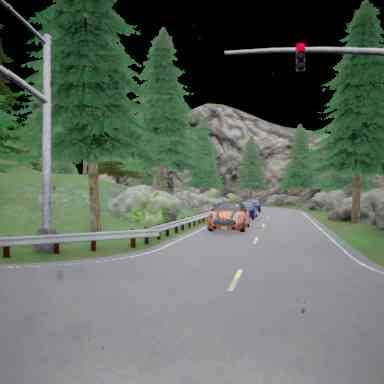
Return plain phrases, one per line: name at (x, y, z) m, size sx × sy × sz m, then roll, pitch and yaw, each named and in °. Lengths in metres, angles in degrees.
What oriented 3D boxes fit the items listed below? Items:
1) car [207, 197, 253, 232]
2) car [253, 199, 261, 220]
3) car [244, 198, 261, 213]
car at (2.326, 1.381, 20.314) m, size 2.097 × 1.767 × 4.553 m, roll 0°, pitch 0°, yaw 15°
car at (4.675, 1.519, 29.143) m, size 1.882 × 1.535 × 5.008 m, roll 0°, pitch 0°, yaw 15°
car at (7.061, 1.533, 39.035) m, size 1.882 × 1.535 × 5.008 m, roll 0°, pitch 0°, yaw 9°
